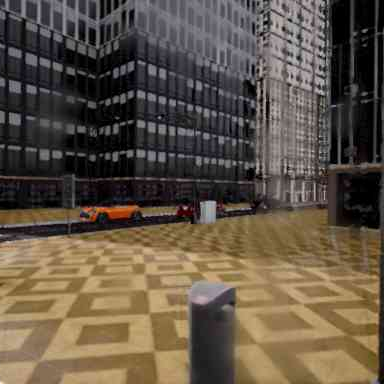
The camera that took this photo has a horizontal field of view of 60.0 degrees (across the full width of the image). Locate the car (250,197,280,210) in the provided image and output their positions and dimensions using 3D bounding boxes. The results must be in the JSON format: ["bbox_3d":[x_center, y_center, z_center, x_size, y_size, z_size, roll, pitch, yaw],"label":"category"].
[{"bbox_3d":[9.098,1.443,41.178,1.837,1.490,4.892,1,0,45],"label":"car"}]

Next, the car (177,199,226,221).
[{"bbox_3d":[0.869,1.347,27.694,2.097,1.767,4.553,1,1,41],"label":"car"}]

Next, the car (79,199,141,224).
[{"bbox_3d":[-5.998,1.327,24.551,2.097,1.767,4.553,1,1,40],"label":"car"}]
